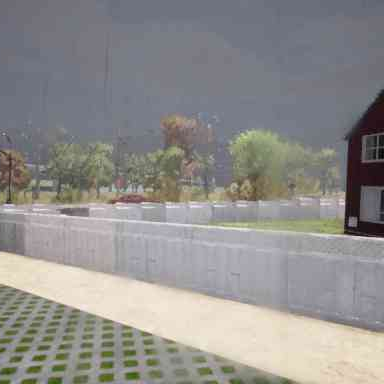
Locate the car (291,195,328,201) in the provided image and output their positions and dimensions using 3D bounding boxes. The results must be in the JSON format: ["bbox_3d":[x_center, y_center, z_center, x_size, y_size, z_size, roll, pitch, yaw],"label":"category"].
[{"bbox_3d":[15.869,1.062,44.894,4.718,1.301,1.895,0,2,-18],"label":"car"}]

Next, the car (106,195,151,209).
[{"bbox_3d":[-7.092,1.077,37.280,5.008,1.535,1.882,0,2,-18],"label":"car"}]
